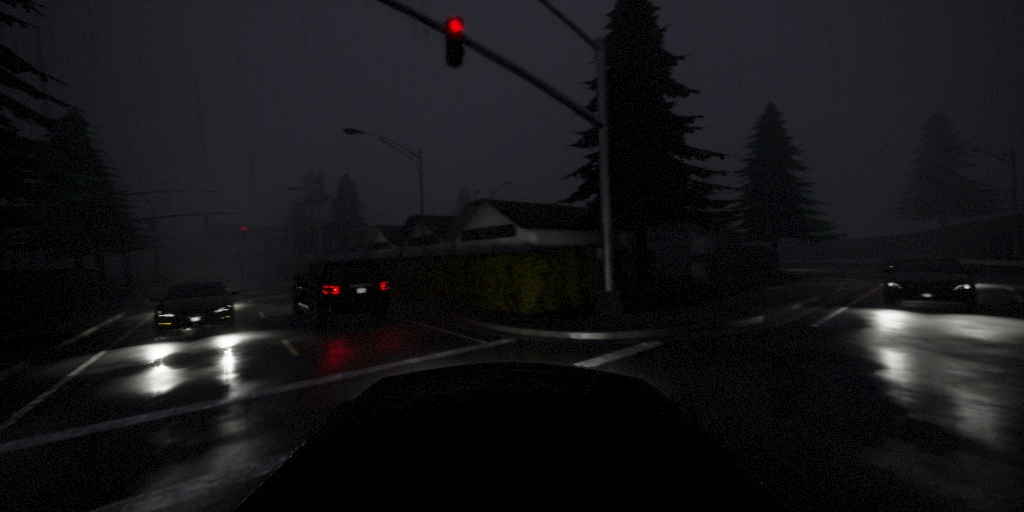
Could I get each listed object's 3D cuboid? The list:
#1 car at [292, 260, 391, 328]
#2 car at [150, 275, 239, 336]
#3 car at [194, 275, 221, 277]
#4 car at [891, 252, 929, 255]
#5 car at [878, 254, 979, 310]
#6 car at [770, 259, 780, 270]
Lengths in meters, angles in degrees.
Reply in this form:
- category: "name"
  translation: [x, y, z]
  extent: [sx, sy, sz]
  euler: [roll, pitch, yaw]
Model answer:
- category: "car"
  translation: [-6.225, 1.184, 12.792]
  extent: [2.150, 2.045, 5.566]
  euler: [-2, 0, -40]
- category: "car"
  translation: [-10.648, 1.619, 12.196]
  extent: [1.837, 1.490, 4.892]
  euler: [-2, 0, -39]
- category: "car"
  translation: [-17.571, 1.825, 20.725]
  extent: [1.882, 1.535, 5.008]
  euler: [-2, 0, -39]
- category: "car"
  translation: [21.520, 0.520, 19.308]
  extent: [1.812, 1.442, 4.674]
  euler: [-2, 0, 32]
- category: "car"
  translation: [13.756, 0.790, 11.829]
  extent: [4.674, 1.442, 1.812]
  euler: [-2, 0, -39]
- category: "car"
  translation: [21.038, 0.543, 31.993]
  extent: [1.812, 1.442, 4.674]
  euler: [-2, 0, -36]
